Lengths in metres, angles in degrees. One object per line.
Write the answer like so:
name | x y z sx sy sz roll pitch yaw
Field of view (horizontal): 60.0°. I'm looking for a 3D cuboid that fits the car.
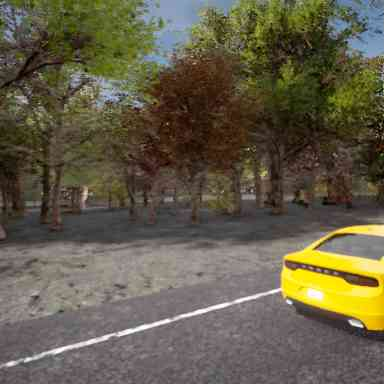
car | 3.910 1.403 6.540 5.008 1.535 1.882 -1 0 -35
